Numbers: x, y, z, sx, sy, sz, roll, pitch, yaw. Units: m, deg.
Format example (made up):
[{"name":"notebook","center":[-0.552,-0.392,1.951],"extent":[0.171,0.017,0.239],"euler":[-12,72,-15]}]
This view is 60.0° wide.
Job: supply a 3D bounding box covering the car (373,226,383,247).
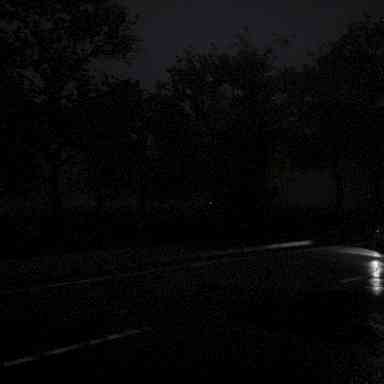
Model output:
[{"name":"car","center":[9.496,1.527,13.531],"extent":[4.674,1.442,1.812],"euler":[0,0,-27]}]
